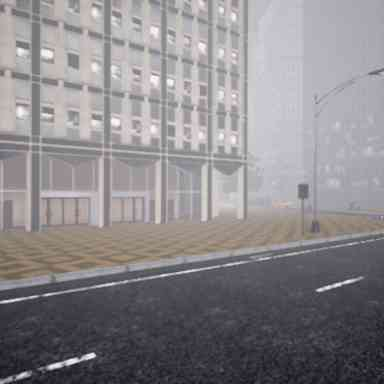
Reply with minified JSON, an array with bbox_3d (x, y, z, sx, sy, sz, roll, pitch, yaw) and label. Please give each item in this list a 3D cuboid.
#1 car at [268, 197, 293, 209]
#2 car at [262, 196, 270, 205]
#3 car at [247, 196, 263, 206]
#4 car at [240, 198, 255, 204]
[{"bbox_3d":[14.144,1.915,52.379,1.882,1.535,5.008,0,-1,-8],"label":"car"},{"bbox_3d":[14.783,1.837,69.731,2.150,2.045,5.566,0,-1,-8],"label":"car"},{"bbox_3d":[12.044,2.127,67.679,2.033,1.411,5.357,0,-1,-8],"label":"car"},{"bbox_3d":[13.320,2.159,80.011,2.033,1.411,5.357,0,-1,-8],"label":"car"}]
